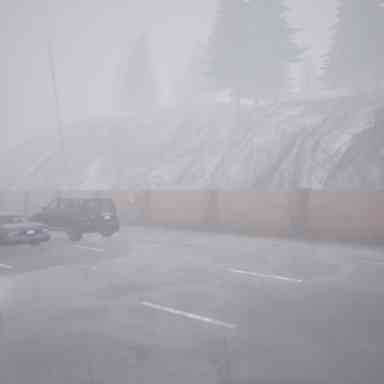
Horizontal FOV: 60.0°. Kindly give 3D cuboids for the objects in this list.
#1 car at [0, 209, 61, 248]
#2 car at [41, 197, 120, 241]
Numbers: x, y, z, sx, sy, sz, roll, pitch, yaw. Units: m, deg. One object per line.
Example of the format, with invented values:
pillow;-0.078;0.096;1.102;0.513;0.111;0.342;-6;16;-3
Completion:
car;-8.092;1.560;14.005;5.357;1.411;2.033;0;0;36
car;-6.042;1.255;16.842;5.566;2.045;2.150;0;0;36
